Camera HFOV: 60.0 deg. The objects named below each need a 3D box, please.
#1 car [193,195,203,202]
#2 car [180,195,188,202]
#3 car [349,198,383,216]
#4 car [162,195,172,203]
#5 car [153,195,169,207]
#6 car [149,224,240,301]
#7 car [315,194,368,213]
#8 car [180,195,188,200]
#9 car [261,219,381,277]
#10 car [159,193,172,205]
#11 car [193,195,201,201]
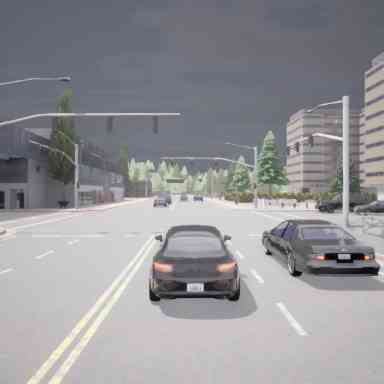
[{"bbox_3d":[1.565,1.478,78.672,1.882,1.535,5.008,0,0,-1],"label":"car"},{"bbox_3d":[-1.922,1.533,78.102,2.033,1.411,5.357,0,0,-1],"label":"car"},{"bbox_3d":[18.220,1.526,32.499,4.674,1.442,1.812,0,0,-2],"label":"car"},{"bbox_3d":[-5.219,1.500,70.194,1.837,1.490,4.892,0,0,-1],"label":"car"},{"bbox_3d":[-4.783,1.526,50.408,1.812,1.442,4.674,0,0,-2],"label":"car"},{"bbox_3d":[0.035,1.526,8.182,1.812,1.442,4.674,0,0,-1],"label":"car"},{"bbox_3d":[16.284,1.222,35.967,5.566,2.045,2.150,0,0,-2],"label":"car"},{"bbox_3d":[-2.197,1.467,88.737,1.994,1.385,4.181,0,0,-1],"label":"car"},{"bbox_3d":[3.533,1.547,10.240,2.033,1.411,5.357,0,0,0],"label":"car"},{"bbox_3d":[-5.020,1.221,59.835,2.150,2.045,5.566,0,0,-1],"label":"car"},{"bbox_3d":[1.302,1.500,88.810,1.837,1.490,4.892,0,0,-1],"label":"car"}]
